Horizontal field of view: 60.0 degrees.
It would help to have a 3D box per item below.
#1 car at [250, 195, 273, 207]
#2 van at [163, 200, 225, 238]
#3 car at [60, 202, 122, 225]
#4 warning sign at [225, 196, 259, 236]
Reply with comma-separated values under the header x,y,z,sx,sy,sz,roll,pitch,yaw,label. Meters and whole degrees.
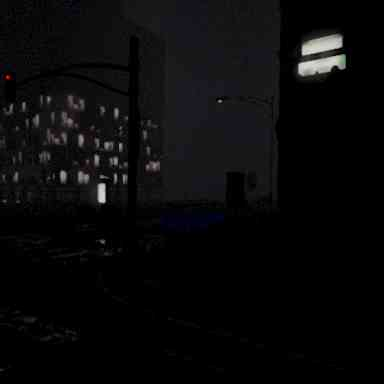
x,y,z,sx,sy,sz,roll,pitch,yaw,label
9.393,1.193,44.863,1.967,1.590,4.097,2,1,35,car
0.209,1.314,17.456,1.690,1.788,3.998,2,1,35,van
-6.626,1.367,22.312,1.947,1.339,4.313,2,1,35,car
2.492,1.136,16.563,1.300,1.860,1.060,1,1,35,warning sign
